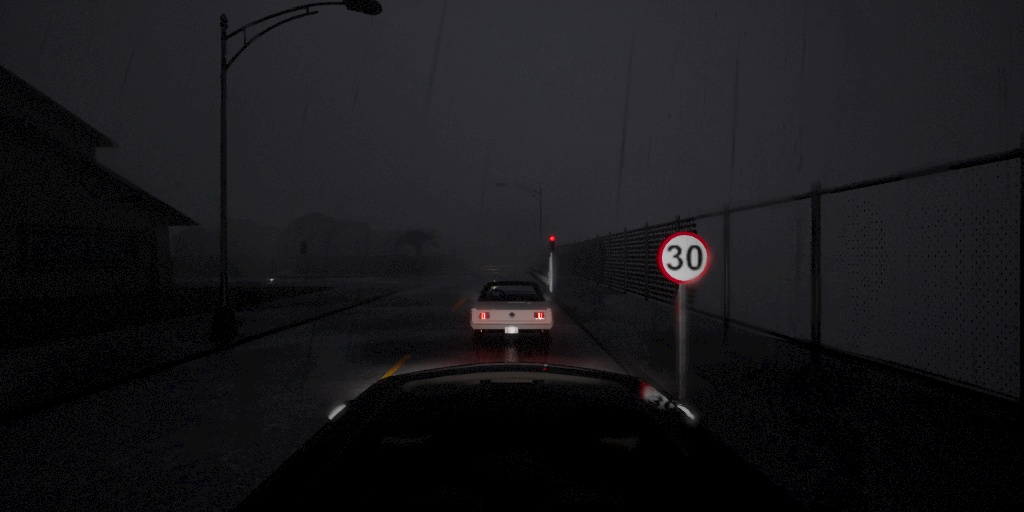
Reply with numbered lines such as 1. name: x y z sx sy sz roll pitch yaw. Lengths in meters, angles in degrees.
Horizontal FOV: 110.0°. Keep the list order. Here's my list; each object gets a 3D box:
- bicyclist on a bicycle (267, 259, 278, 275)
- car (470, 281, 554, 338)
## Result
1. bicyclist on a bicycle: -24.324 1.099 36.471 0.582 1.620 1.656 0 0 0
2. car: -0.002 1.351 10.163 1.895 1.301 4.718 0 0 0
